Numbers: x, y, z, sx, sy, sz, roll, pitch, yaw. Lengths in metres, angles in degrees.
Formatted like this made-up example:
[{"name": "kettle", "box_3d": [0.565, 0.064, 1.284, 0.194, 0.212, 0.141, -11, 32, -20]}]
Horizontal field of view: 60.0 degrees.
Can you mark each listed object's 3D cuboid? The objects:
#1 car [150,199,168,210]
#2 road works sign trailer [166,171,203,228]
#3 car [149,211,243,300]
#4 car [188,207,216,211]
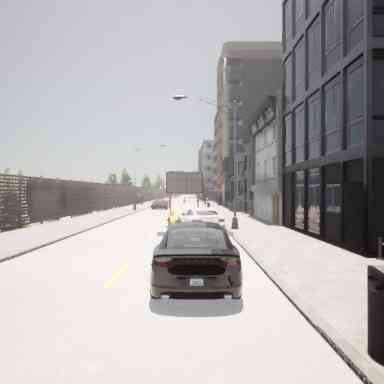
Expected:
[{"name": "car", "box_3d": [-4.072, 1.563, 42.230, 1.994, 1.385, 4.181, 0, 0, 0]}, {"name": "road works sign trailer", "box_3d": [-0.525, 0.464, 21.296, 2.380, 3.560, 2.880, 0, 0, -16]}, {"name": "car", "box_3d": [0.085, 1.478, 8.469, 1.882, 1.535, 5.008, 0, 0, 0]}, {"name": "car", "box_3d": [0.492, 1.538, 17.817, 1.812, 1.442, 4.674, 0, -1, -10]}]
